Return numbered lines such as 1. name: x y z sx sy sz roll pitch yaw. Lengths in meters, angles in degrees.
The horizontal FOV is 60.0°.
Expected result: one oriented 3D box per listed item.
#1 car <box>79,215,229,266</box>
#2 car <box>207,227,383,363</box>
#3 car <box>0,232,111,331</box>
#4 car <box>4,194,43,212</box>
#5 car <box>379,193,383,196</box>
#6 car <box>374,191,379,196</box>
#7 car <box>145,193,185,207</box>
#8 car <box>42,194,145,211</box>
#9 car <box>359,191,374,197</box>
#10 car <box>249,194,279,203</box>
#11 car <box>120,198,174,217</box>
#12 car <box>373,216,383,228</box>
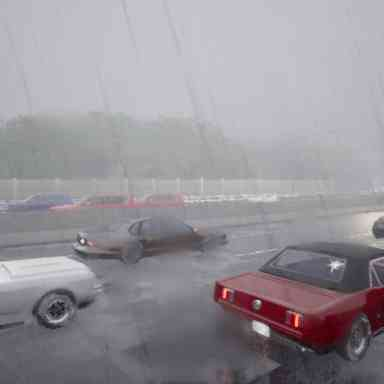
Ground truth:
1. car: -1.240 1.507 11.456 5.357 1.411 2.033 -1 0 -35
2. car: 2.748 1.563 5.828 4.718 1.301 1.895 -1 0 -35
3. car: -3.942 1.602 5.233 4.718 1.301 1.895 0 0 -36
4. car: -13.204 1.176 28.961 5.566 2.045 2.150 -1 0 -35
5. car: 27.559 0.661 44.815 4.181 1.385 1.994 -2 1 -35
6. car: 30.552 0.534 51.127 4.718 1.301 1.895 -2 1 -34
7. car: -3.180 1.106 27.496 5.566 2.045 2.150 -1 0 -35
8. car: -6.130 1.168 21.108 5.566 2.045 2.150 -1 0 -35
9. car: 29.129 0.477 54.401 4.181 1.385 1.994 -2 1 -34
10. car: 9.814 1.010 45.187 4.674 1.442 1.812 -2 1 -35
11. car: -4.156 1.394 31.091 4.674 1.442 1.812 -1 1 -35
12. car: 10.121 1.400 15.229 4.181 1.385 1.994 -1 1 -35
